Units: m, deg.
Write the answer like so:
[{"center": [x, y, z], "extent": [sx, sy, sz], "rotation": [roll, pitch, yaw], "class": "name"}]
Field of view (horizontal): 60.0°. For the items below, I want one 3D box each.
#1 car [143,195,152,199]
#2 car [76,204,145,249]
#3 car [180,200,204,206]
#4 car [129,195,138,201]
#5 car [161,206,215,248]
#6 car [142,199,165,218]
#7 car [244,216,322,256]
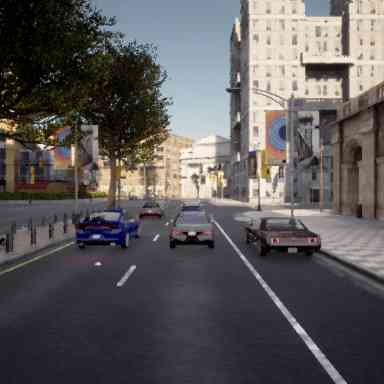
[{"center": [-11.500, 1.458, 85.544], "extent": [1.812, 1.442, 4.674], "rotation": [0, 0, 0], "class": "car"}, {"center": [-3.500, 1.484, 14.650], "extent": [1.882, 1.535, 5.008], "rotation": [0, 0, 0], "class": "car"}, {"center": [0.000, 1.484, 29.650], "extent": [1.882, 1.535, 5.008], "rotation": [0, 0, 0], "class": "car"}, {"center": [-15.000, 1.486, 85.538], "extent": [1.994, 1.385, 4.181], "rotation": [0, 0, 0], "class": "car"}, {"center": [0.000, 1.562, 14.650], "extent": [2.033, 1.411, 5.357], "rotation": [0, 0, 0], "class": "car"}, {"center": [-3.500, 1.571, 29.650], "extent": [1.994, 1.385, 4.181], "rotation": [0, 0, 0], "class": "car"}, {"center": [3.249, 1.593, 12.948], "extent": [1.895, 1.301, 4.718], "rotation": [0, 0, 0], "class": "car"}]
